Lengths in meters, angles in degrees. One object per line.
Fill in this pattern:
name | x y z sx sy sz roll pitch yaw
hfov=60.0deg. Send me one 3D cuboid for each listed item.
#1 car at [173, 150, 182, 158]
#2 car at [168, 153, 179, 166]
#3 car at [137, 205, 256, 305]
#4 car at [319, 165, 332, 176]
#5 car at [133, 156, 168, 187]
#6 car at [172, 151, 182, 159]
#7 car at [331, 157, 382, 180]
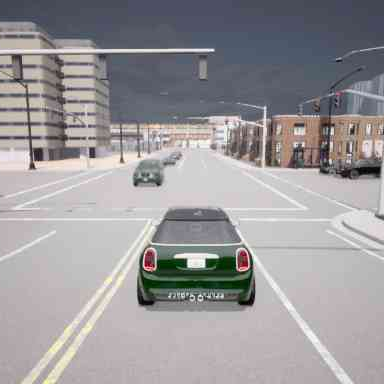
car | -3.408 -9.016 78.769 1.882 1.535 5.008 0 9 0
car | -3.535 -4.707 50.548 1.994 1.385 4.181 0 9 0
car | 0.084 1.072 7.698 2.097 1.767 4.553 0 4 0
car | 15.978 -2.506 35.816 4.181 1.385 1.994 0 9 0
car | -3.567 -1.707 28.177 2.150 2.045 5.566 0 9 0
car | -3.427 -7.354 67.763 2.128 1.511 4.902 0 8 0
car | 17.061 -2.326 32.296 5.566 2.045 2.150 0 9 1
